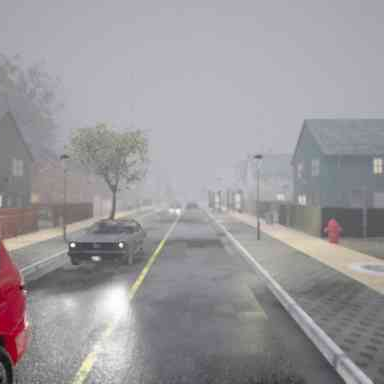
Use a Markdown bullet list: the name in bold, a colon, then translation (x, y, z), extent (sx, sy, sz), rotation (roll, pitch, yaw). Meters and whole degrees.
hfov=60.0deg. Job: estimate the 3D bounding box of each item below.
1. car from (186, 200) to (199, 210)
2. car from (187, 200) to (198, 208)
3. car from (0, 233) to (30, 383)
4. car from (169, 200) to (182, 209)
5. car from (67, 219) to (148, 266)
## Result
- **car**: translation (0.035, 2.040, 52.285), extent (1.994, 1.385, 4.181), rotation (0, -1, 0)
- **car**: translation (0.031, 2.160, 62.831), extent (2.033, 1.411, 5.357), rotation (0, -1, 0)
- **car**: translation (-2.832, 1.231, 1.365), extent (2.150, 2.045, 5.566), rotation (0, 0, 0)
- **car**: translation (-2.774, 2.006, 55.446), extent (2.128, 1.511, 4.902), rotation (0, -1, 1)
- **car**: translation (-2.834, 1.685, 12.076), extent (1.895, 1.301, 4.718), rotation (0, 0, 0)
